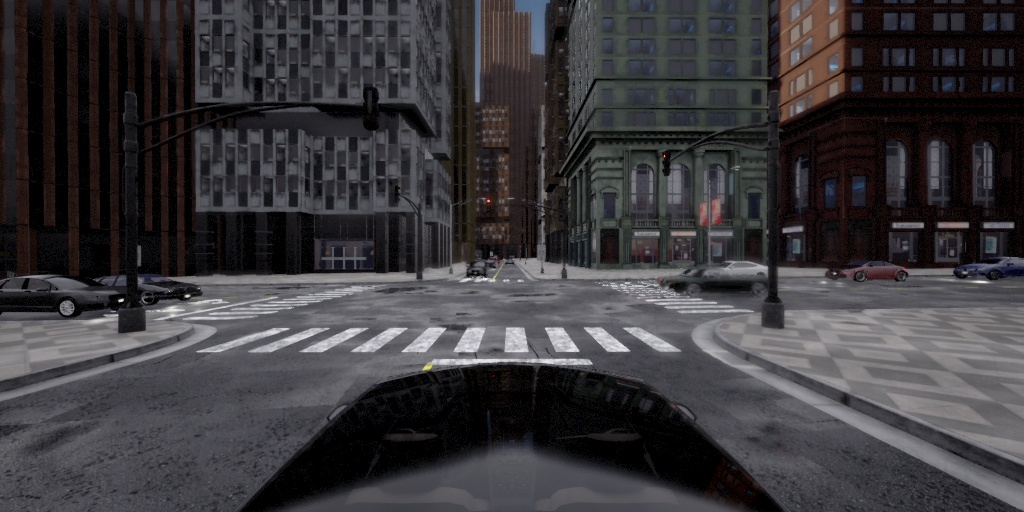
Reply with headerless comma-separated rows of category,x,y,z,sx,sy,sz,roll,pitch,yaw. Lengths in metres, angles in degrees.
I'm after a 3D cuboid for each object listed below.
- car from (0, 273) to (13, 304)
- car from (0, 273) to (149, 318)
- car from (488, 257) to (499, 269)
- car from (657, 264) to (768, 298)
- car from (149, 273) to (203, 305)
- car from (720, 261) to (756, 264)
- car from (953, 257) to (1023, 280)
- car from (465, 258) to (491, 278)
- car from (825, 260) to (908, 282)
car,-27.349,1.610,16.958,4.892,1.490,1.837,-1,0,0
car,-17.420,1.492,13.733,4.892,1.490,1.837,-1,0,0
car,-3.384,1.249,53.879,2.033,1.411,5.357,0,0,0
car,9.576,1.209,16.989,4.718,1.301,1.895,-1,0,2
car,-17.863,1.524,17.039,5.357,1.411,2.033,-1,0,5
car,14.600,1.036,23.770,4.674,1.442,1.812,-1,0,-1
car,32.382,0.809,23.814,4.674,1.442,1.812,-1,0,-1
car,-3.216,1.238,33.668,1.837,1.490,4.892,0,0,-1
car,23.422,0.961,23.793,4.181,1.385,1.994,-1,0,0
